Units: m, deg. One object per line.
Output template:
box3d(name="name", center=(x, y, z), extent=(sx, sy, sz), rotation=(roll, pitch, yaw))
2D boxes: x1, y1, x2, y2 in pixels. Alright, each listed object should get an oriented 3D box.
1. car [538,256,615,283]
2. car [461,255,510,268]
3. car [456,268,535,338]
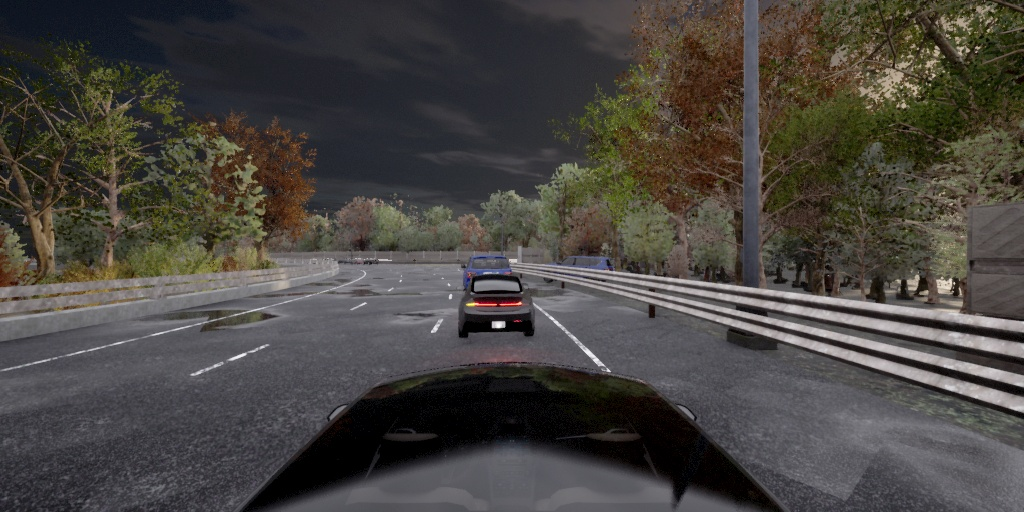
box3d(name="car", center=(4.684, 1.002, 26.152), extent=(5.566, 2.045, 2.150), rotation=(3, 1, 26))
box3d(name="car", center=(-1.289, 0.971, 17.692), extent=(2.150, 2.045, 5.566), rotation=(0, 0, -9))
box3d(name="car", center=(-0.517, 1.255, 10.252), extent=(1.837, 1.490, 4.892), rotation=(0, 0, -5))
